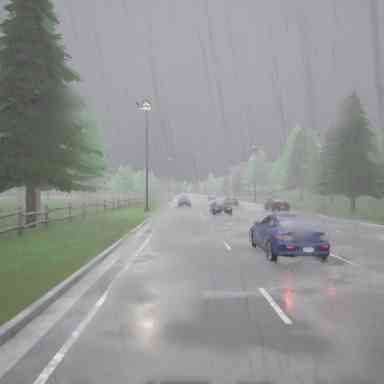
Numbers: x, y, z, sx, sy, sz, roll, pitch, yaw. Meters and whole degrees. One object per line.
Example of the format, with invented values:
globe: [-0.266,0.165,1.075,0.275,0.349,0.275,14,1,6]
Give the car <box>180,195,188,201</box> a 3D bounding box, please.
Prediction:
car: [-2.034,1.540,87.231,2.033,1.411,5.357,0,0,-1]

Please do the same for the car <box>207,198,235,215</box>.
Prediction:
car: [2.844,1.601,33.620,1.895,1.301,4.718,0,0,-1]

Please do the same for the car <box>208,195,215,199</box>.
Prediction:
car: [5.018,1.524,85.158,1.812,1.442,4.674,0,0,-1]

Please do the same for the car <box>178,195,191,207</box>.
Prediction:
car: [-1.124,1.601,51.019,1.895,1.301,4.718,0,0,-1]

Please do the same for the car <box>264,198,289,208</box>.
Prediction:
car: [9.729,1.477,38.515,1.882,1.535,5.008,0,0,-1]

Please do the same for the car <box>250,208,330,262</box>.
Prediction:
car: [3.357,1.526,12.048,1.812,1.442,4.674,0,0,-1]

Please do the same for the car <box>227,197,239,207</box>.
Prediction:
car: [5.885,1.491,50.255,2.128,1.511,4.902,0,0,-1]
